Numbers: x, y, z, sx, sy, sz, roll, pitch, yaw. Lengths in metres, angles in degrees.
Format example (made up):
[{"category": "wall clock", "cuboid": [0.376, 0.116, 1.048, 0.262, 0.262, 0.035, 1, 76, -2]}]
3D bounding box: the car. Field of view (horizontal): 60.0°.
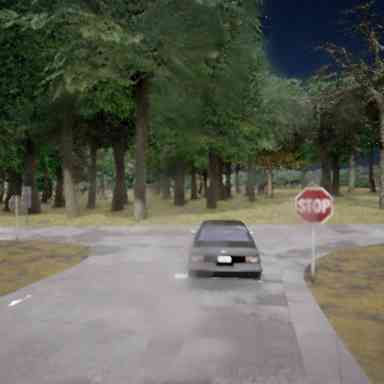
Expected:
[{"category": "car", "cuboid": [0.891, 1.528, 9.871, 2.033, 1.411, 5.357, 0, 0, 4]}]
